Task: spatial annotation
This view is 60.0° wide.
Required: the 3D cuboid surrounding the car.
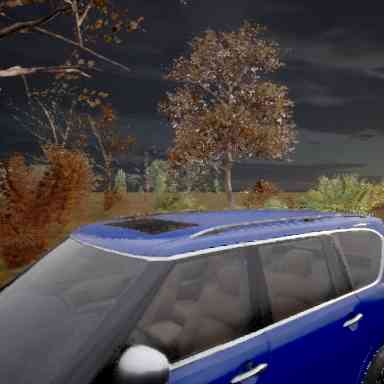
[{"bbox_3d":[-0.199,1.226,2.779,5.566,2.045,2.150,0,0,-36],"label":"car"}]
